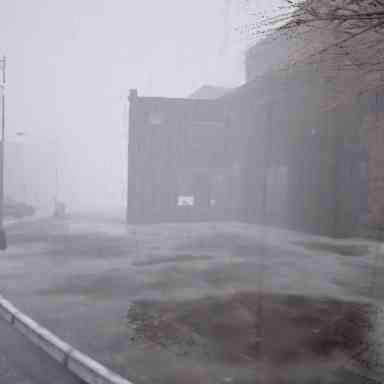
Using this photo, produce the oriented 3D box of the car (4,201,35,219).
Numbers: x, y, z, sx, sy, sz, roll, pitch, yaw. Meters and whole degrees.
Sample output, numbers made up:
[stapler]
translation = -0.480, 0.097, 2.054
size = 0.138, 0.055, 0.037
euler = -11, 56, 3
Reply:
[car]
translation = -16.576, 1.700, 31.681
size = 2.128, 1.511, 4.902
euler = 1, -1, -5
